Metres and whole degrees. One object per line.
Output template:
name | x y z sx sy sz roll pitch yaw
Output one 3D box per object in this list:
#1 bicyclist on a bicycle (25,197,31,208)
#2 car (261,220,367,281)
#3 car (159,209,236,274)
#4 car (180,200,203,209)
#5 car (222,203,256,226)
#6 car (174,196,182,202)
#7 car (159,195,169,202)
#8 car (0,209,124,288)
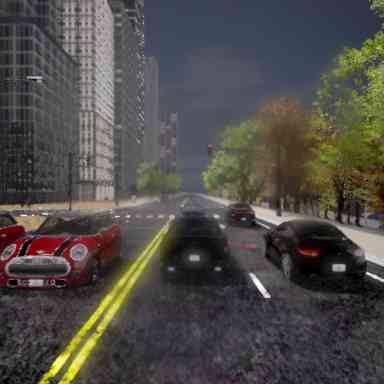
bicyclist on a bicycle | -24.659 1.636 50.065 0.582 1.620 1.656 -1 1 0
car | 3.322 1.535 9.800 1.812 1.442 4.674 0 0 0
car | 0.078 1.489 10.556 1.882 1.535 5.008 0 -1 0
car | 0.072 1.572 23.782 2.033 1.411 5.357 0 0 0
car | 3.320 1.527 23.721 1.837 1.490 4.892 0 -1 0
car | -3.265 1.621 78.428 2.033 1.411 5.357 0 0 0
car | -6.515 1.581 78.428 1.837 1.490 4.892 0 0 0
car | -3.348 1.361 9.390 2.097 1.767 4.553 0 0 0
